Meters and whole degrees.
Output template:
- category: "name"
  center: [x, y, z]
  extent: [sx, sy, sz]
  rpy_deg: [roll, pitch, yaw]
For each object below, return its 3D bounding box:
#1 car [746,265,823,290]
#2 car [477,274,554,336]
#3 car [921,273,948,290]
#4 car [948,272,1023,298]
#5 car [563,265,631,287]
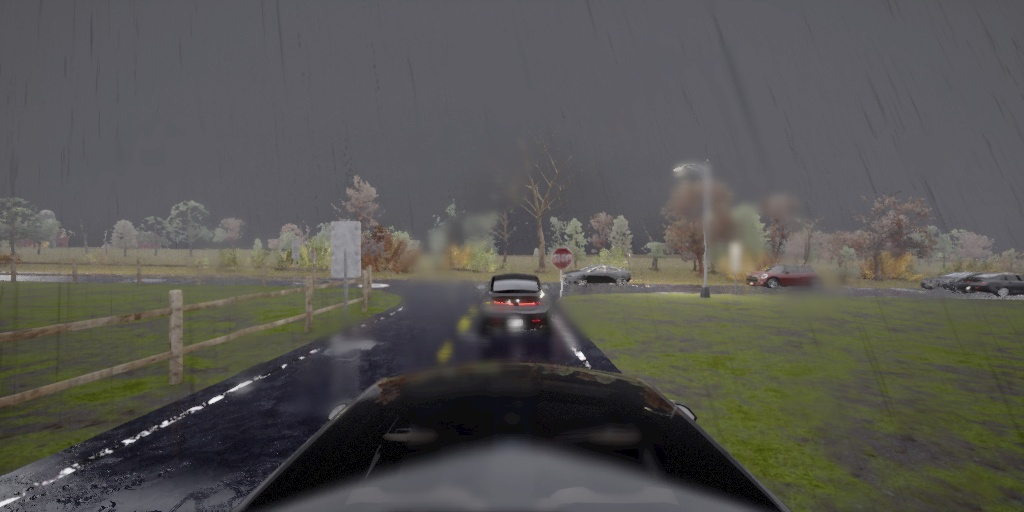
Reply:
- category: "car"
  center: [19.583, 1.450, 25.945]
  extent: [4.553, 1.767, 2.097]
  rpy_deg: [1, 1, 0]
- category: "car"
  center: [0.064, 1.251, 10.331]
  extent: [1.837, 1.490, 4.892]
  rpy_deg: [0, 0, -1]
- category: "car"
  center: [32.611, 1.852, 25.926]
  extent: [4.674, 1.442, 1.812]
  rpy_deg: [1, 1, 0]
- category: "car"
  center: [31.676, 1.861, 22.977]
  extent: [4.892, 1.490, 1.837]
  rpy_deg: [1, 1, 0]
- category: "car"
  center: [5.931, 1.351, 25.207]
  extent: [4.902, 1.511, 2.128]
  rpy_deg: [1, 0, -11]
